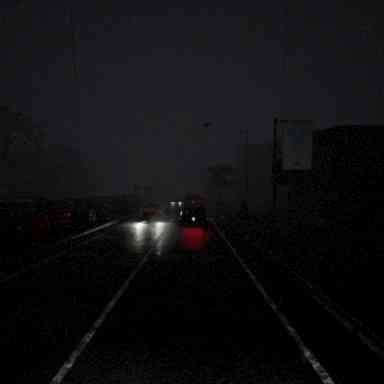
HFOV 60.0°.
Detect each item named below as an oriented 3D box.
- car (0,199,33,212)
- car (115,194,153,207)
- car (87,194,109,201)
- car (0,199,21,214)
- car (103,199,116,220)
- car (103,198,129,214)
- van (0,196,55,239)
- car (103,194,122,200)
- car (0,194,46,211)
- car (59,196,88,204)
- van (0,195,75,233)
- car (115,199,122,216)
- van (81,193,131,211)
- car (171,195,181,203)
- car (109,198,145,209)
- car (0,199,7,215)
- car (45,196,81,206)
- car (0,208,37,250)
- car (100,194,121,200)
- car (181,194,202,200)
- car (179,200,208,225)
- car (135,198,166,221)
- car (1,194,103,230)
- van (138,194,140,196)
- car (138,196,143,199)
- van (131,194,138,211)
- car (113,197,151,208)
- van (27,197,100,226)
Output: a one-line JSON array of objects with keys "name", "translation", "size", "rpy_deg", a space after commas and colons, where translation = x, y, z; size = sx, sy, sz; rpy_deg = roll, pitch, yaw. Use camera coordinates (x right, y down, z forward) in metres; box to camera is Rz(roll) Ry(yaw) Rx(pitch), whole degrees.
[{"name": "car", "translation": [-22.041, 1.569, 39.801], "size": [4.892, 1.521, 2.231], "rpy_deg": [0, 0, 0]}, {"name": "car", "translation": [-8.955, 1.271, 51.788], "size": [5.566, 2.045, 2.435], "rpy_deg": [0, 0, 0]}, {"name": "car", "translation": [-22.129, 1.299, 78.657], "size": [4.553, 1.767, 2.185], "rpy_deg": [0, 0, 0]}, {"name": "car", "translation": [-22.038, 1.576, 37.023], "size": [5.008, 1.535, 2.097], "rpy_deg": [0, 0, 0]}, {"name": "car", "translation": [-8.956, 1.580, 26.553], "size": [4.892, 1.521, 2.231], "rpy_deg": [0, 0, 0]}, {"name": "car", "translation": [-8.987, 1.614, 32.164], "size": [4.792, 1.488, 2.163], "rpy_deg": [0, 0, 0]}, {"name": "van", "translation": [-9.052, 1.314, 15.338], "size": [4.442, 1.987, 1.878], "rpy_deg": [0, 0, 0]}, {"name": "car", "translation": [-22.145, 1.410, 92.535], "size": [4.792, 1.488, 2.163], "rpy_deg": [0, 0, 0]}, {"name": "car", "translation": [-22.022, 1.306, 42.574], "size": [5.566, 2.045, 2.435], "rpy_deg": [0, 0, 0]}, {"name": "car", "translation": [-22.047, 1.514, 62.005], "size": [4.792, 1.488, 2.163], "rpy_deg": [0, 0, 0]}, {"name": "van", "translation": [-9.056, 1.325, 18.141], "size": [4.442, 1.987, 1.878], "rpy_deg": [0, 0, 0]}, {"name": "car", "translation": [-8.951, 1.624, 29.356], "size": [4.674, 1.452, 2.002], "rpy_deg": [0, 0, 0]}, {"name": "van", "translation": [-9.078, 1.353, 34.966], "size": [4.442, 1.987, 1.878], "rpy_deg": [0, 0, 0]}, {"name": "car", "translation": [-3.246, 1.454, 70.751], "size": [1.837, 1.490, 4.892], "rpy_deg": [0, 0, 0]}, {"name": "car", "translation": [-8.978, 1.583, 46.183], "size": [4.674, 1.452, 2.002], "rpy_deg": [0, 0, 0]}, {"name": "car", "translation": [-22.224, 1.578, 34.245], "size": [5.366, 1.575, 1.946], "rpy_deg": [0, 0, 0]}, {"name": "car", "translation": [-21.883, 1.502, 56.453], "size": [5.366, 1.575, 1.946], "rpy_deg": [0, 0, 0]}, {"name": "car", "translation": [-8.925, 1.529, 12.533], "size": [4.892, 1.521, 2.231], "rpy_deg": [0, 0, 0]}, {"name": "car", "translation": [-21.926, 1.386, 89.758], "size": [5.366, 1.575, 1.946], "rpy_deg": [0, 0, 0]}, {"name": "car", "translation": [0.095, 1.281, 41.179], "size": [2.150, 2.045, 5.566], "rpy_deg": [0, 0, 0]}, {"name": "car", "translation": [0.101, 1.571, 24.903], "size": [1.837, 1.490, 4.892], "rpy_deg": [0, 0, 0]}, {"name": "car", "translation": [-3.346, 1.545, 28.460], "size": [1.882, 1.535, 5.008], "rpy_deg": [0, 0, 0]}, {"name": "car", "translation": [-8.915, 1.311, 20.945], "size": [5.566, 2.045, 2.435], "rpy_deg": [0, 0, 0]}, {"name": "van", "translation": [-9.089, 1.328, 43.378], "size": [4.442, 1.987, 1.878], "rpy_deg": [0, 0, 0]}, {"name": "car", "translation": [-8.963, 1.564, 40.576], "size": [5.008, 1.535, 2.097], "rpy_deg": [0, 0, 0]}, {"name": "van", "translation": [-8.848, 1.348, 37.768], "size": [4.442, 1.987, 1.878], "rpy_deg": [0, 0, 0]}, {"name": "car", "translation": [-8.794, 1.529, 48.986], "size": [5.366, 1.575, 1.946], "rpy_deg": [0, 0, 0]}, {"name": "van", "translation": [-9.063, 1.348, 23.746], "size": [4.442, 1.987, 1.878], "rpy_deg": [0, 0, 0]}]
